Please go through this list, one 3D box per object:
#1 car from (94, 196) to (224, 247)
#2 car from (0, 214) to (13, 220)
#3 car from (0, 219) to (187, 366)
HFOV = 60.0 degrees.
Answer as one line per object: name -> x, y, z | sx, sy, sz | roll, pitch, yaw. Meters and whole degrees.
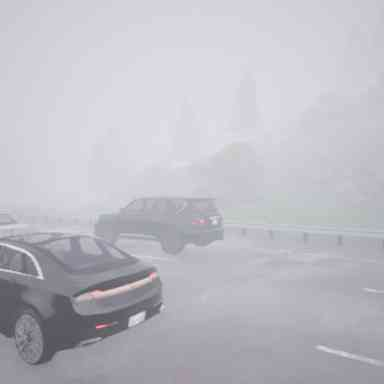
car -> -1.432, 1.160, 13.304 | 5.566, 2.045, 2.150 | 0, 0, 33
car -> -8.777, 1.544, 13.788 | 4.718, 1.301, 1.895 | 0, 0, 32
car -> -2.740, 1.466, 5.764 | 4.902, 1.511, 2.128 | 0, 0, 34
